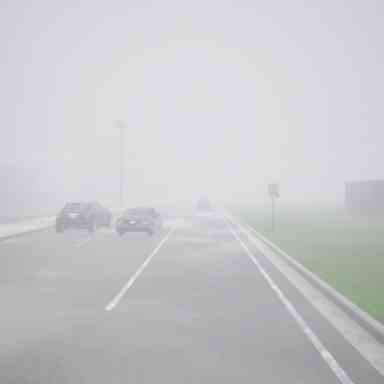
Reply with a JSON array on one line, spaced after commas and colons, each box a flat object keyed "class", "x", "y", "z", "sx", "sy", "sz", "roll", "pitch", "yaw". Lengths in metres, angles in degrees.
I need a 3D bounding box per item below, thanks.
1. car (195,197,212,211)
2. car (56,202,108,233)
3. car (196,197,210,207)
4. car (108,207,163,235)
[{"class": "car", "x": 1.387, "y": 1.543, "z": 40.125, "sx": 2.033, "sy": 1.411, "sz": 5.357, "roll": 0, "pitch": 0, "yaw": 2}, {"class": "car", "x": -6.289, "y": 1.349, "z": 19.914, "sx": 2.097, "sy": 1.767, "sz": 4.553, "roll": 0, "pitch": 0, "yaw": 2}, {"class": "car", "x": 1.663, "y": 1.542, "z": 51.287, "sx": 2.033, "sy": 1.411, "sz": 5.357, "roll": 0, "pitch": 0, "yaw": 2}, {"class": "car", "x": -2.831, "y": 1.545, "z": 18.784, "sx": 2.033, "sy": 1.411, "sz": 5.357, "roll": 0, "pitch": 0, "yaw": 2}]
